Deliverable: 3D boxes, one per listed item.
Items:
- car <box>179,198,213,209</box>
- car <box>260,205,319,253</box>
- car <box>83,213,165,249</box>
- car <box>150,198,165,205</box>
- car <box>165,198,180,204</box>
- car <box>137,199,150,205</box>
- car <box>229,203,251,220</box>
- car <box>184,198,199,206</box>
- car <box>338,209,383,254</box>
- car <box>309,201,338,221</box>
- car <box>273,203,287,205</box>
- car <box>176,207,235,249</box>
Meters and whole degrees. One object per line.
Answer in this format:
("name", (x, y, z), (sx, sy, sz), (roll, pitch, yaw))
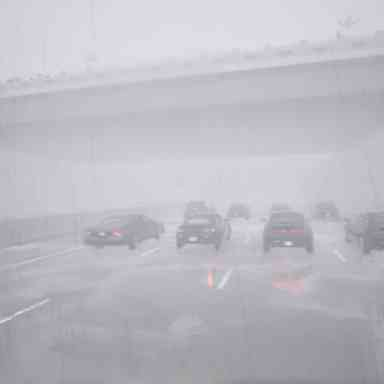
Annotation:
("car", (0.732, 1.547, 30.070), (2.097, 1.767, 4.553), (-1, -1, 14))
("car", (3.972, 1.547, 14.044), (1.837, 1.490, 4.892), (-1, 0, 14))
("car", (-2.900, 1.696, 15.420), (2.033, 1.411, 5.357), (-1, 0, 14))
("car", (-6.859, 2.091, 72.036), (1.837, 1.490, 4.892), (-1, 0, 14))
("car", (-3.462, 2.075, 71.189), (2.033, 1.411, 5.357), (-1, 0, 14))
("car", (-10.254, 2.185, 72.882), (2.033, 1.411, 5.357), (-1, 0, 14))
("car", (4.207, 1.668, 29.522), (1.812, 1.442, 4.674), (-1, 0, 14))
("car", (-0.067, 2.006, 70.343), (2.128, 1.511, 4.902), (-1, 0, 14))
("car", (7.371, 1.492, 13.209), (1.837, 1.490, 4.892), (-1, 0, 14))
("car", (10.980, 1.540, 27.760), (1.837, 1.490, 4.892), (-1, 0, 14))
("car", (7.581, 1.651, 28.579), (1.994, 1.385, 4.181), (-1, 0, 14))
("car", (0.595, 1.620, 14.963), (1.812, 1.442, 4.674), (-1, 0, 14))
